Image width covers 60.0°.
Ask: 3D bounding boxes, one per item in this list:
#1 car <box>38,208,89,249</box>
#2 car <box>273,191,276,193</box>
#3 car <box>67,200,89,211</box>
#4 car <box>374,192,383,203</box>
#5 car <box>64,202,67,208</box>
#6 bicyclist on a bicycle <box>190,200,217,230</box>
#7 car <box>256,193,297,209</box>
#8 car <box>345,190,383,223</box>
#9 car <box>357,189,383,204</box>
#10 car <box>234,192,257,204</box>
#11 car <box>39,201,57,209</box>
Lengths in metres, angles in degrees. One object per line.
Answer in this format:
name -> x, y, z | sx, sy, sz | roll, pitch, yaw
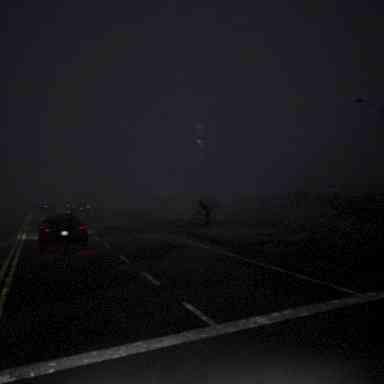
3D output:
car -> -6.068, 1.689, 15.506 | 1.994, 1.385, 4.181 | -1, 0, -24
car -> 13.378, 0.851, 55.703 | 1.932, 1.855, 4.605 | -1, 0, -25
car -> -13.542, 1.841, 39.958 | 1.994, 1.385, 4.181 | -1, 0, -24
car -> 27.360, 0.767, 45.472 | 1.784, 1.438, 3.905 | -1, 0, -25
car -> -17.471, 1.906, 48.325 | 2.033, 1.411, 5.357 | -1, 0, -25
bicyclist on a bicycle -> 0.631, 1.283, 18.421 | 1.656, 1.620, 0.582 | -1, 0, -25
car -> 9.381, 1.184, 37.202 | 1.970, 1.475, 3.806 | -1, 0, -25
car -> 11.539, 0.901, 19.039 | 1.932, 1.855, 4.605 | -1, 0, -25
car -> 24.696, 0.613, 44.324 | 1.932, 1.855, 4.605 | -1, 0, -25
car -> 8.334, 1.202, 53.334 | 1.970, 1.475, 3.806 | -1, 0, -25
car -> -17.365, 1.851, 39.994 | 2.128, 1.511, 4.902 | -1, 0, -25
